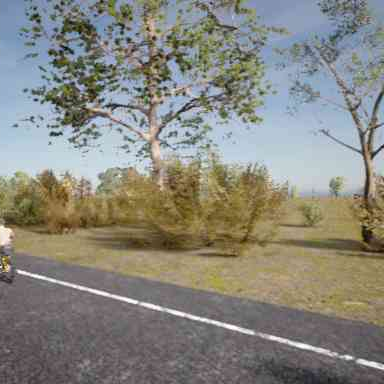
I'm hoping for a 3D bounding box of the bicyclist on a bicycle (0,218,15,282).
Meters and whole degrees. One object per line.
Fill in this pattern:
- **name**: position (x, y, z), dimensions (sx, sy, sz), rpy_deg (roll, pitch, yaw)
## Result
- **bicyclist on a bicycle**: position (-5.010, 1.475, 8.654), dimensions (1.509, 1.612, 0.866), rpy_deg (0, 0, 35)
